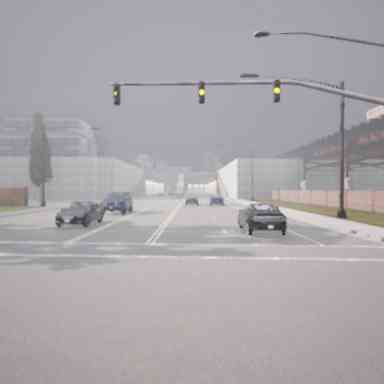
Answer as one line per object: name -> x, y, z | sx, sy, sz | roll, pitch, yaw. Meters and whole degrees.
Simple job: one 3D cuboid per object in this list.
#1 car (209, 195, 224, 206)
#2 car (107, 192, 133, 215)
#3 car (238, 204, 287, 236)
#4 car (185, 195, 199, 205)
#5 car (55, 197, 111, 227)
car -> 3.508, 1.112, 47.769 | 1.882, 1.535, 5.008 | 0, 1, 0
car -> -7.023, 0.988, 31.626 | 2.150, 2.045, 5.566 | 0, 0, 0
car -> 3.599, 1.356, 17.598 | 2.128, 1.511, 4.902 | 0, 0, 0
car -> 0.011, 1.160, 48.048 | 1.812, 1.442, 4.674 | 0, 1, 0
car -> -7.034, 1.338, 21.228 | 2.128, 1.511, 4.902 | 0, 0, 0
